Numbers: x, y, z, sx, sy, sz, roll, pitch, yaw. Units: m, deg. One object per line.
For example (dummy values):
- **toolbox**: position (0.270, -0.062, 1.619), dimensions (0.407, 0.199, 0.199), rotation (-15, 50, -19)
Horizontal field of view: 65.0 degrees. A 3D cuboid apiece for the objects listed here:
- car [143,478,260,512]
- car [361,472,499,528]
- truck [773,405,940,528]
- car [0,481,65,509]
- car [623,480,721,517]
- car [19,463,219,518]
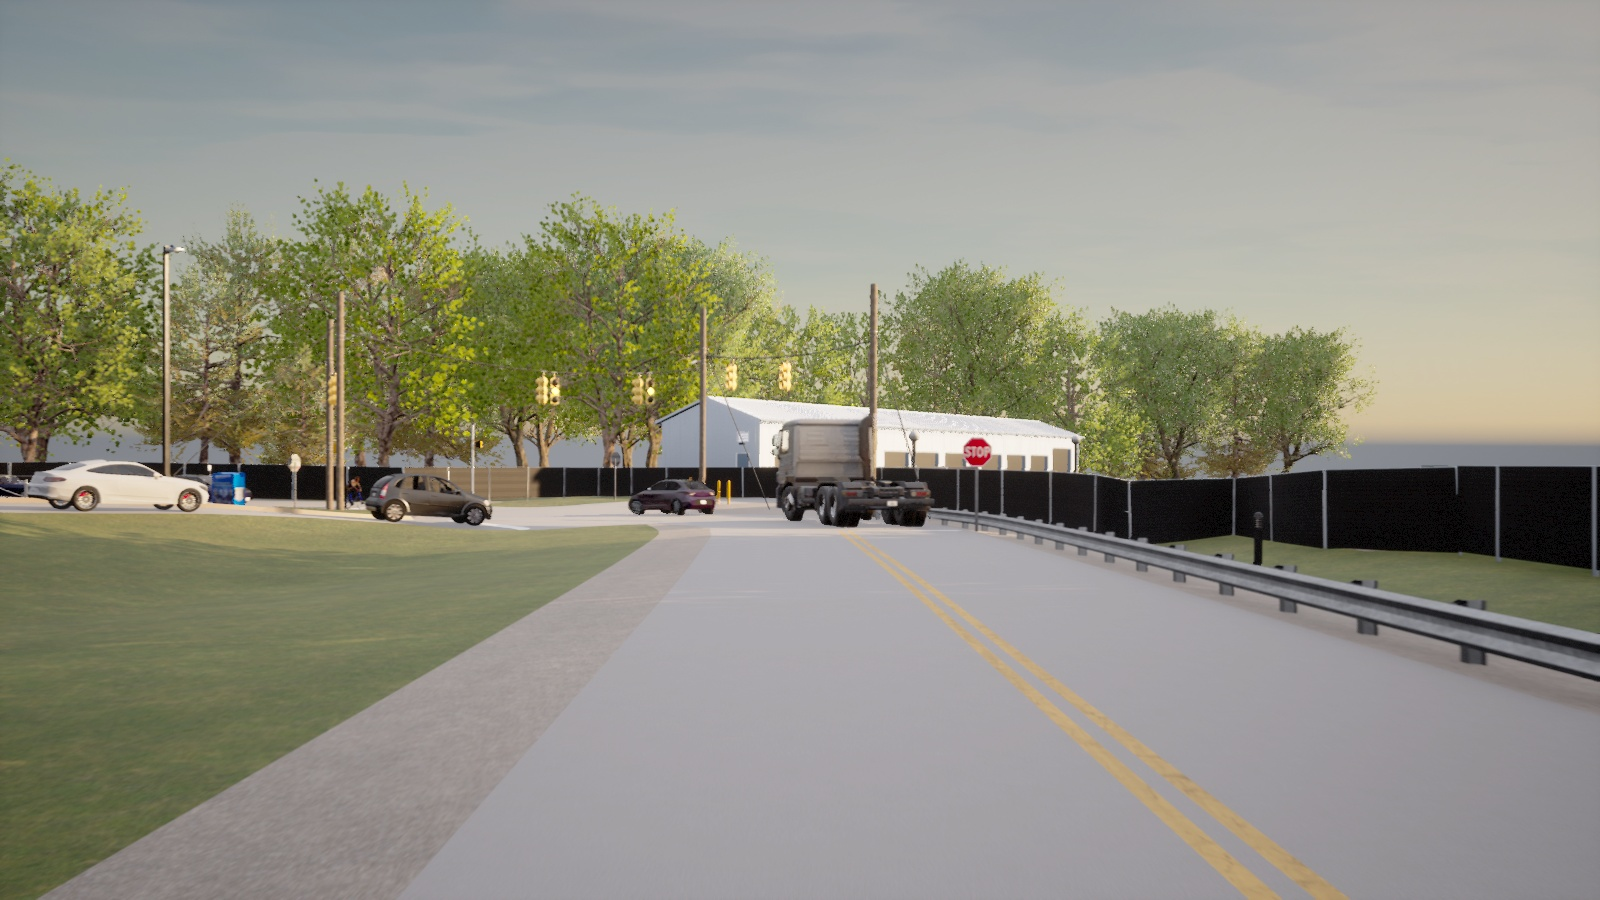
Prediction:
- **car**: position (-29.513, 2.202, 61.984), dimensions (4.792, 1.488, 2.163), rotation (1, 1, 6)
- **car**: position (-12.372, 1.693, 42.080), dimensions (3.988, 1.617, 1.851), rotation (5, -2, -33)
- **truck**: position (1.547, 0.559, 39.452), dimensions (2.891, 3.462, 7.936), rotation (0, -1, -16)
- **car**: position (-39.449, 2.214, 62.360), dimensions (4.718, 1.301, 1.895), rotation (0, 0, -4)
- **car**: position (-5.363, 2.012, 52.180), dimensions (1.816, 1.474, 4.193), rotation (1, -2, -44)
- **car**: position (-19.489, 1.184, 36.124), dimensions (1.812, 1.442, 4.674), rotation (0, -2, 39)
